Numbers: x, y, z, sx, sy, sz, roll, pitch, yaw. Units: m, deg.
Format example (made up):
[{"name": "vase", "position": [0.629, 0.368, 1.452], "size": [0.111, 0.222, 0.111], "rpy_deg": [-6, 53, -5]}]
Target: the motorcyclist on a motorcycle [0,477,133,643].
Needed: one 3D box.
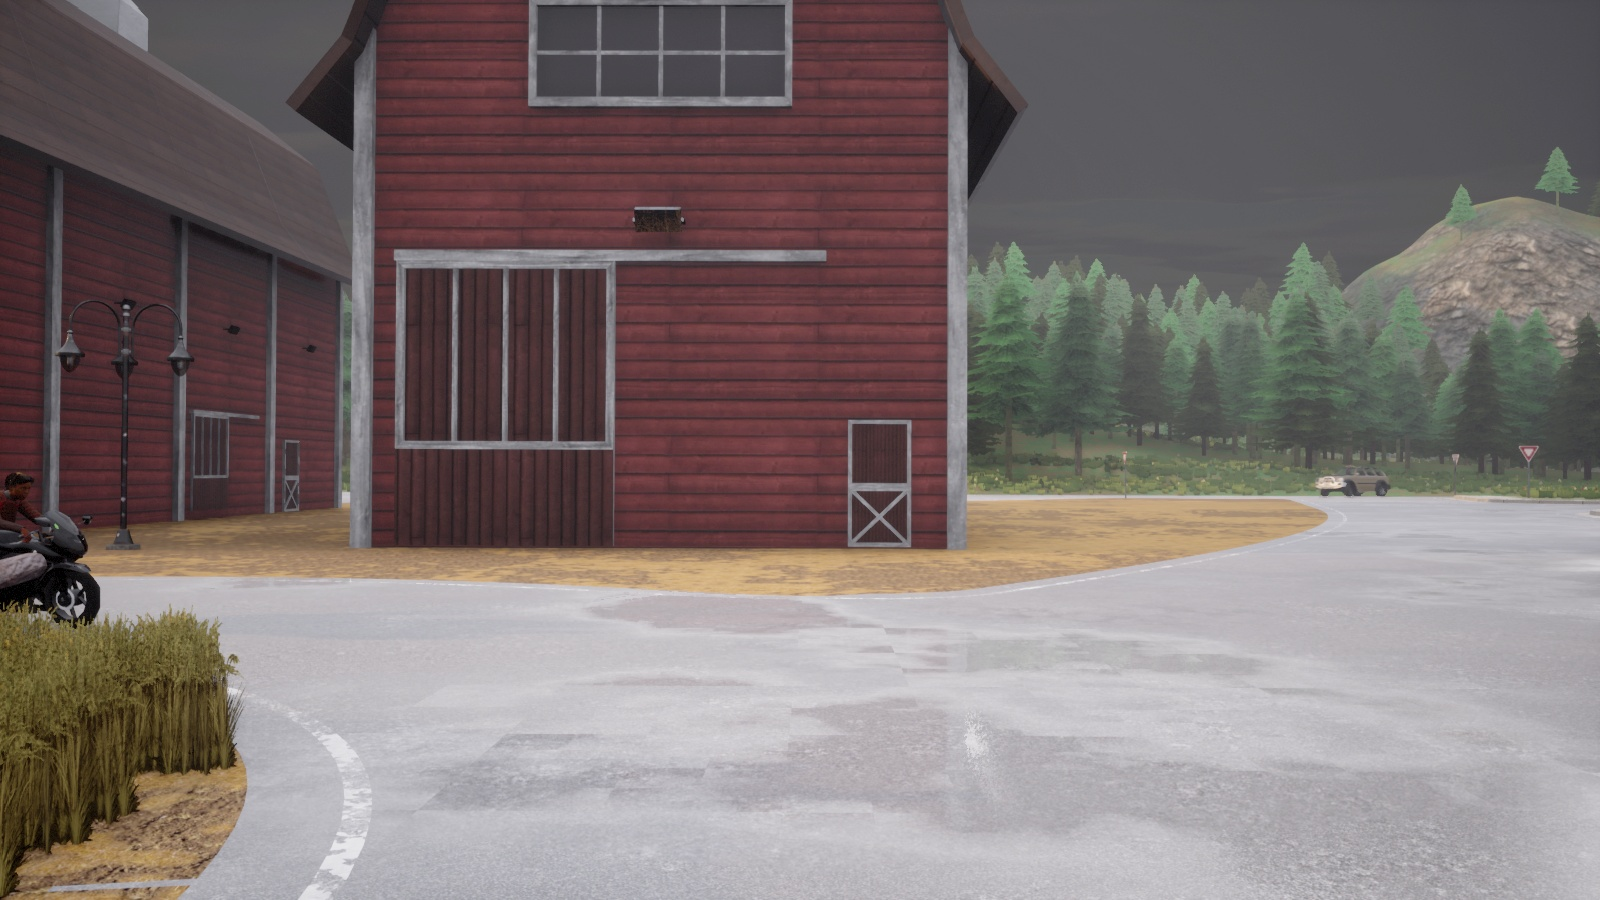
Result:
[{"name": "motorcyclist on a motorcycle", "position": [-7.631, 1.030, 12.093], "size": [2.044, 1.523, 0.797], "rpy_deg": [0, -1, 7]}]

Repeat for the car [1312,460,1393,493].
[{"name": "car", "position": [32.398, 1.563, 73.641], "size": [4.605, 1.855, 1.932], "rpy_deg": [1, -3, -29]}]
